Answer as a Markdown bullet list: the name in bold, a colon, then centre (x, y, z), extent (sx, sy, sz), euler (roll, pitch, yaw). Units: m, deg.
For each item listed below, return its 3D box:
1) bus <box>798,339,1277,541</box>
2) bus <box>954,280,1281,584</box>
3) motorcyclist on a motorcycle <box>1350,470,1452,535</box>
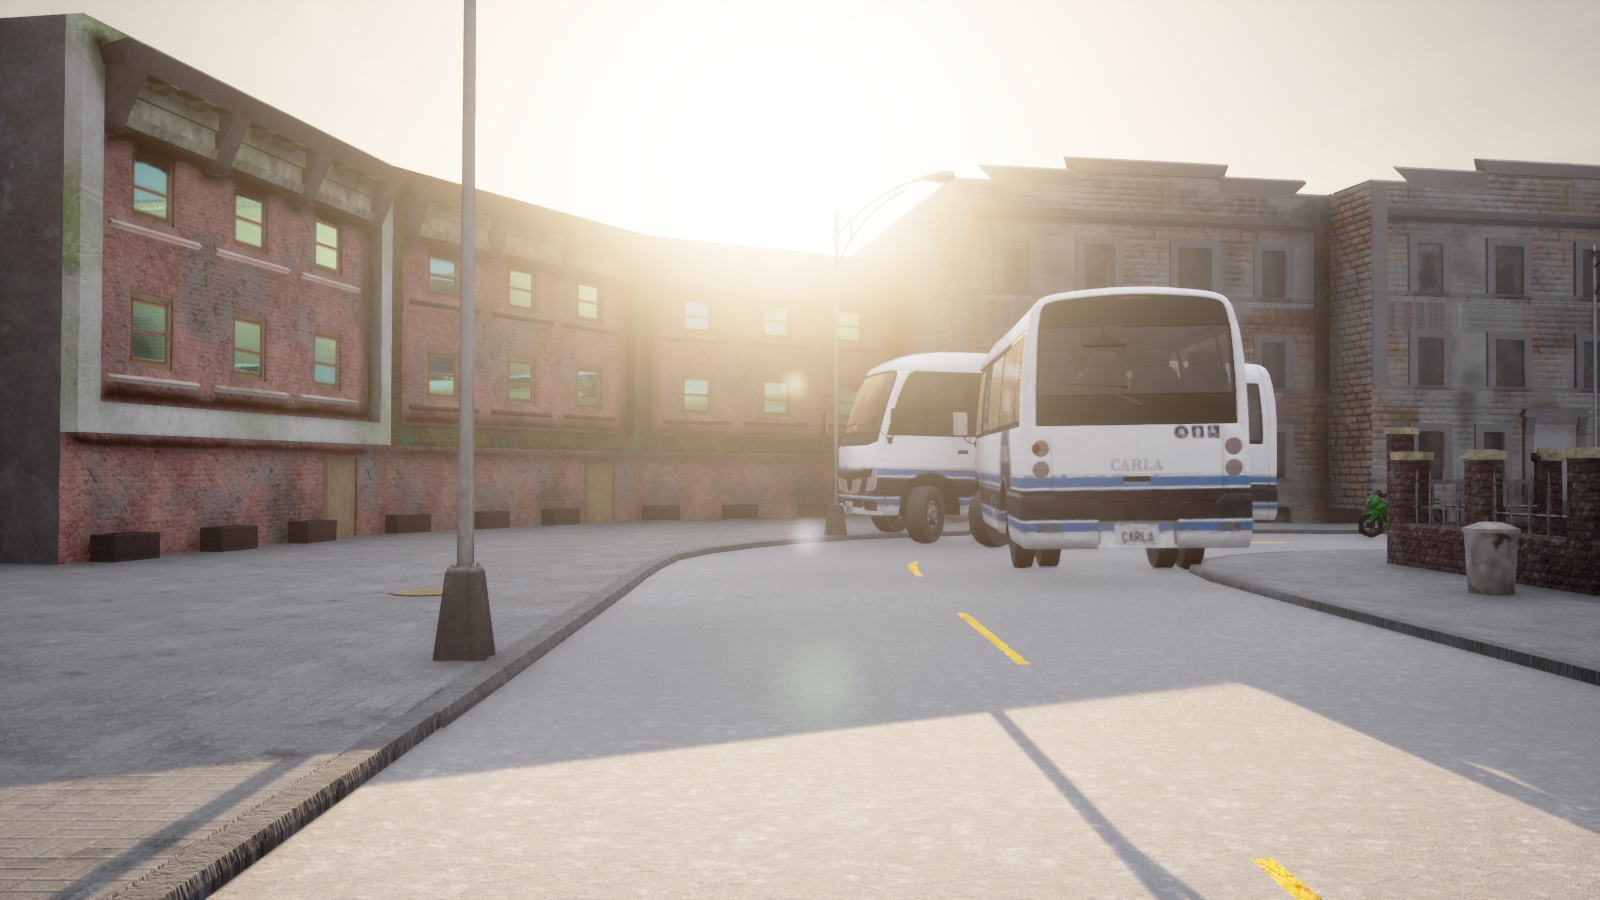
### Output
- **bus**: centre (5.417, -0.111, 29.453), extent (10.273, 4.253, 3.944), euler (1, -1, -12)
- **bus**: centre (5.131, -0.198, 23.010), extent (3.944, 4.253, 10.273), euler (-1, -1, 4)
- **motorcyclist on a motorcycle**: centre (14.413, 1.244, 30.164), extent (2.044, 1.523, 0.797), euler (0, -1, 0)
